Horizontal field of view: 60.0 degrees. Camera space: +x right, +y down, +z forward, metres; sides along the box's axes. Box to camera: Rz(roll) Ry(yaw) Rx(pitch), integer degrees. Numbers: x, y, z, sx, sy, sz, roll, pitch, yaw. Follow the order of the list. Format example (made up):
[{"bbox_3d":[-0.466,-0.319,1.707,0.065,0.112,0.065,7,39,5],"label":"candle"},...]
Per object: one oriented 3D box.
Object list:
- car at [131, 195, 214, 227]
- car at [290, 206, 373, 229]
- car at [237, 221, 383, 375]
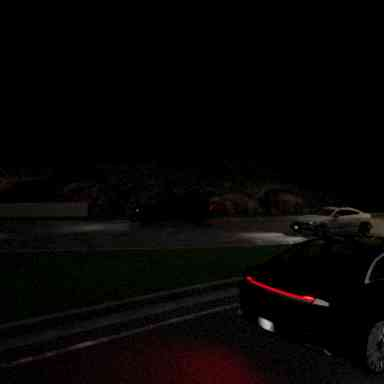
[{"bbox_3d":[-1.290,1.212,22.407,5.566,2.045,2.150,0,0,-11],"label":"car"},{"bbox_3d":[7.481,1.510,17.695,4.674,1.442,1.812,0,0,-20],"label":"car"},{"bbox_3d":[3.013,1.486,5.561,4.902,1.511,2.128,0,0,-32],"label":"car"}]
